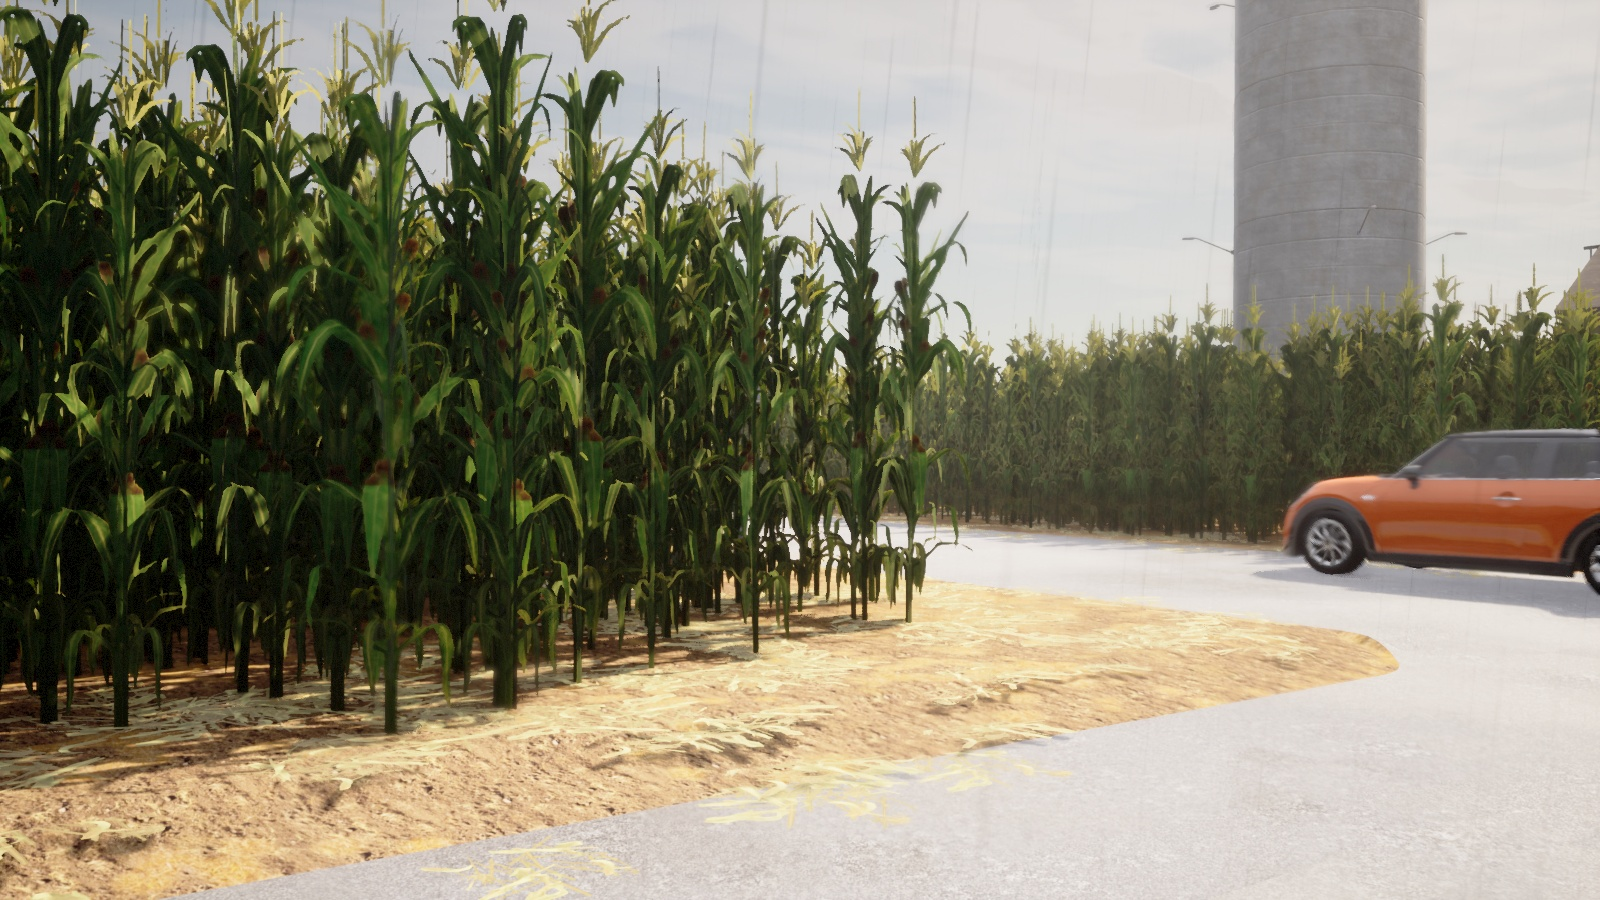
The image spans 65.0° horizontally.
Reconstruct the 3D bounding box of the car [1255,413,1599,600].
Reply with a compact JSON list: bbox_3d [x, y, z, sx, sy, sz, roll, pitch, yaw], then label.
[{"bbox_3d":[7.606,0.537,13.755,2.097,1.767,4.553,0,0,-35],"label":"car"}]
